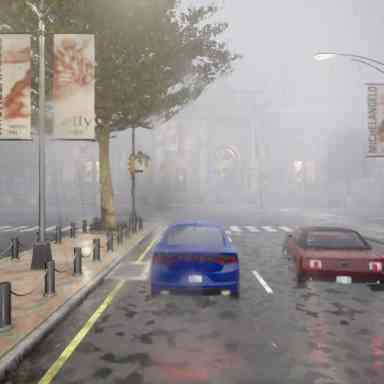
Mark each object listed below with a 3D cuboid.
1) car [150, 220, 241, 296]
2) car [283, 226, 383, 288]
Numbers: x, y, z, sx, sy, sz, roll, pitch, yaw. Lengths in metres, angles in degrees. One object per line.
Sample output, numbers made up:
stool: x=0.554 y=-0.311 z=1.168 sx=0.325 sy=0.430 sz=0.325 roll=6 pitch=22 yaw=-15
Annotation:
car: x=0.075 y=1.478 z=8.732 sx=1.882 sy=1.535 sz=5.008 roll=0 pitch=0 yaw=0
car: x=3.699 y=1.601 z=9.338 sx=1.895 sy=1.301 sz=4.718 roll=0 pitch=0 yaw=11
